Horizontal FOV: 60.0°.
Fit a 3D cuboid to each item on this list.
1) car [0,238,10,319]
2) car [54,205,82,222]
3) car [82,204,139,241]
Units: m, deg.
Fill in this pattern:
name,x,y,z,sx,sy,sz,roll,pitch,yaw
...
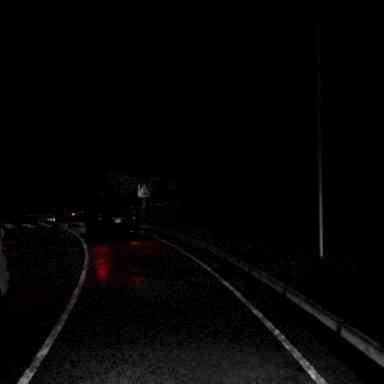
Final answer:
name,x,y,z,sx,sy,sz,roll,pitch,yaw
car,-3.925,1.240,3.401,2.150,2.045,5.566,0,0,-7
car,-10.543,1.800,28.559,1.994,1.385,4.181,0,-1,-29
car,-4.281,1.392,17.344,2.097,1.767,4.553,0,-1,-24
